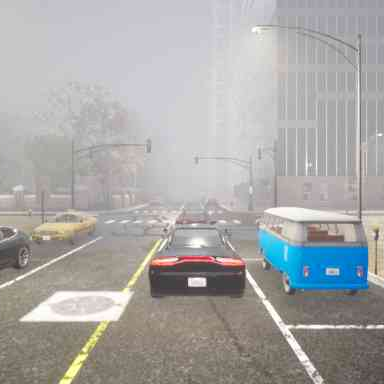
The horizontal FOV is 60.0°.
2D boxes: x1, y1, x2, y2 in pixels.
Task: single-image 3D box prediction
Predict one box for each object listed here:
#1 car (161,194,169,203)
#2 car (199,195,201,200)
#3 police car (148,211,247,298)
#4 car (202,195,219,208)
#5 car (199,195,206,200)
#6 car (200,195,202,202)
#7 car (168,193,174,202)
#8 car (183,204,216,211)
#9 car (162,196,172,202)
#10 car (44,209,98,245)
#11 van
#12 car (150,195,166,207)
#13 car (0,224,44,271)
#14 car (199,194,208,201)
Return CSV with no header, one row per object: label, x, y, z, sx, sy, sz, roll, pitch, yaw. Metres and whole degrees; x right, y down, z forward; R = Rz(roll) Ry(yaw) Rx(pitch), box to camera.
car,-5.612,1.520,57.923,2.008,1.369,4.403,0,0,0
car,2.793,1.521,74.955,1.947,1.339,4.313,0,0,0
police car,0.108,1.501,8.611,2.038,1.542,4.974,0,0,0
car,2.755,1.416,46.550,1.967,1.590,4.097,0,0,0
car,2.817,1.452,92.172,1.752,1.417,4.829,0,0,0
car,2.762,1.538,52.231,1.947,1.339,4.313,0,0,0
car,-5.595,1.277,69.289,2.192,1.841,5.009,0,0,0
car,0.123,1.555,17.573,1.994,1.385,4.181,0,0,0
car,-5.588,1.537,74.971,1.802,1.307,4.206,0,0,0
car,-5.797,1.518,15.669,1.752,1.417,4.829,0,0,0
van,2.785,1.337,8.425,1.690,1.788,3.998,0,0,0
car,-5.619,1.517,52.240,1.887,1.381,4.507,0,0,0
car,-5.759,1.562,8.435,1.947,1.339,4.313,0,0,0
car,2.801,1.388,80.637,1.967,1.590,4.097,0,0,0
